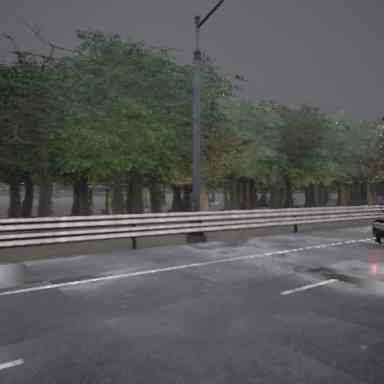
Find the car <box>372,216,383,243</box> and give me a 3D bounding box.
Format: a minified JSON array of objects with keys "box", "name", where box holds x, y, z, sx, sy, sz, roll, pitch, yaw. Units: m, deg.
[{"box":[10.112,1.570,15.087,4.902,1.511,2.128,0,0,-34],"name":"car"}]
